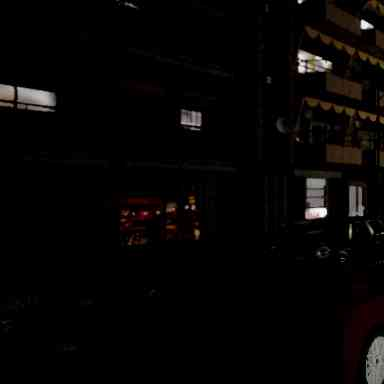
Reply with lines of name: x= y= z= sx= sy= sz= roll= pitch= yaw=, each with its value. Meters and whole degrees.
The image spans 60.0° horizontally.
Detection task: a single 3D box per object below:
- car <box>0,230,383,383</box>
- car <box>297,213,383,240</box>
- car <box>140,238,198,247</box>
car: x=0.371 y=1.478 z=3.645 sx=5.008 sy=1.535 sz=1.882 roll=0 pitch=0 yaw=-36
car: x=4.048 y=1.443 z=9.455 sx=4.097 sy=1.590 sz=1.967 roll=0 pitch=0 yaw=-36
car: x=-0.450 y=1.583 z=6.245 sx=4.206 sy=1.307 sz=1.802 roll=0 pitch=0 yaw=-36
